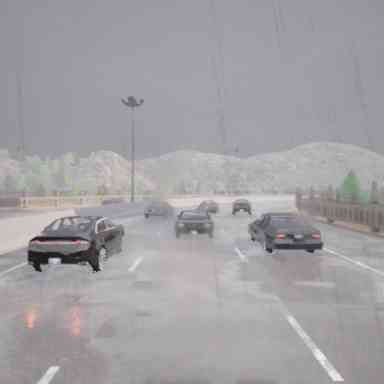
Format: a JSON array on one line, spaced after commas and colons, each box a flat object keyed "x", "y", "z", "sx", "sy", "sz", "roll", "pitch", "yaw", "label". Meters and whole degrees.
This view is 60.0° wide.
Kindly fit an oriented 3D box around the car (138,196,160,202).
[{"x": -5.689, "y": 1.505, "z": 49.023, "sx": 1.837, "sy": 1.490, "sz": 4.892, "roll": 0, "pitch": 0, "yaw": 18, "label": "car"}]

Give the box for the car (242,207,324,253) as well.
[{"x": 3.601, "y": 1.548, "z": 13.712, "sx": 2.033, "sy": 1.411, "sz": 5.357, "roll": 0, "pitch": 0, "yaw": 0, "label": "car"}]

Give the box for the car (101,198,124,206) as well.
[{"x": -12.267, "y": 1.565, "z": 51.321, "sx": 1.994, "sy": 1.385, "sz": 4.181, "roll": 0, "pitch": 0, "yaw": 18, "label": "car"}]

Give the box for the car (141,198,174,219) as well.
[{"x": -2.730, "y": 1.549, "z": 28.892, "sx": 2.033, "sy": 1.411, "sz": 5.357, "roll": 0, "pitch": 0, "yaw": 7, "label": "car"}]

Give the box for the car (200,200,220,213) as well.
[{"x": 1.809, "y": 1.565, "z": 35.122, "sx": 1.994, "sy": 1.385, "sz": 4.181, "roll": 0, "pitch": 0, "yaw": 10, "label": "car"}]

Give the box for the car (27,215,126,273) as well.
[{"x": -3.401, "y": 1.492, "z": 10.674, "sx": 2.128, "sy": 1.511, "sz": 4.902, "roll": 0, "pitch": 0, "yaw": 0, "label": "car"}]

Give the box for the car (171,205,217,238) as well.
[{"x": 0.131, "y": 1.602, "z": 17.798, "sx": 1.895, "sy": 1.301, "sz": 4.718, "roll": 0, "pitch": 0, "yaw": 1, "label": "car"}]

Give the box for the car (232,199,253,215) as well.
[{"x": 5.204, "y": 1.506, "z": 34.388, "sx": 1.837, "sy": 1.490, "sz": 4.892, "roll": 0, "pitch": 0, "yaw": 10, "label": "car"}]
